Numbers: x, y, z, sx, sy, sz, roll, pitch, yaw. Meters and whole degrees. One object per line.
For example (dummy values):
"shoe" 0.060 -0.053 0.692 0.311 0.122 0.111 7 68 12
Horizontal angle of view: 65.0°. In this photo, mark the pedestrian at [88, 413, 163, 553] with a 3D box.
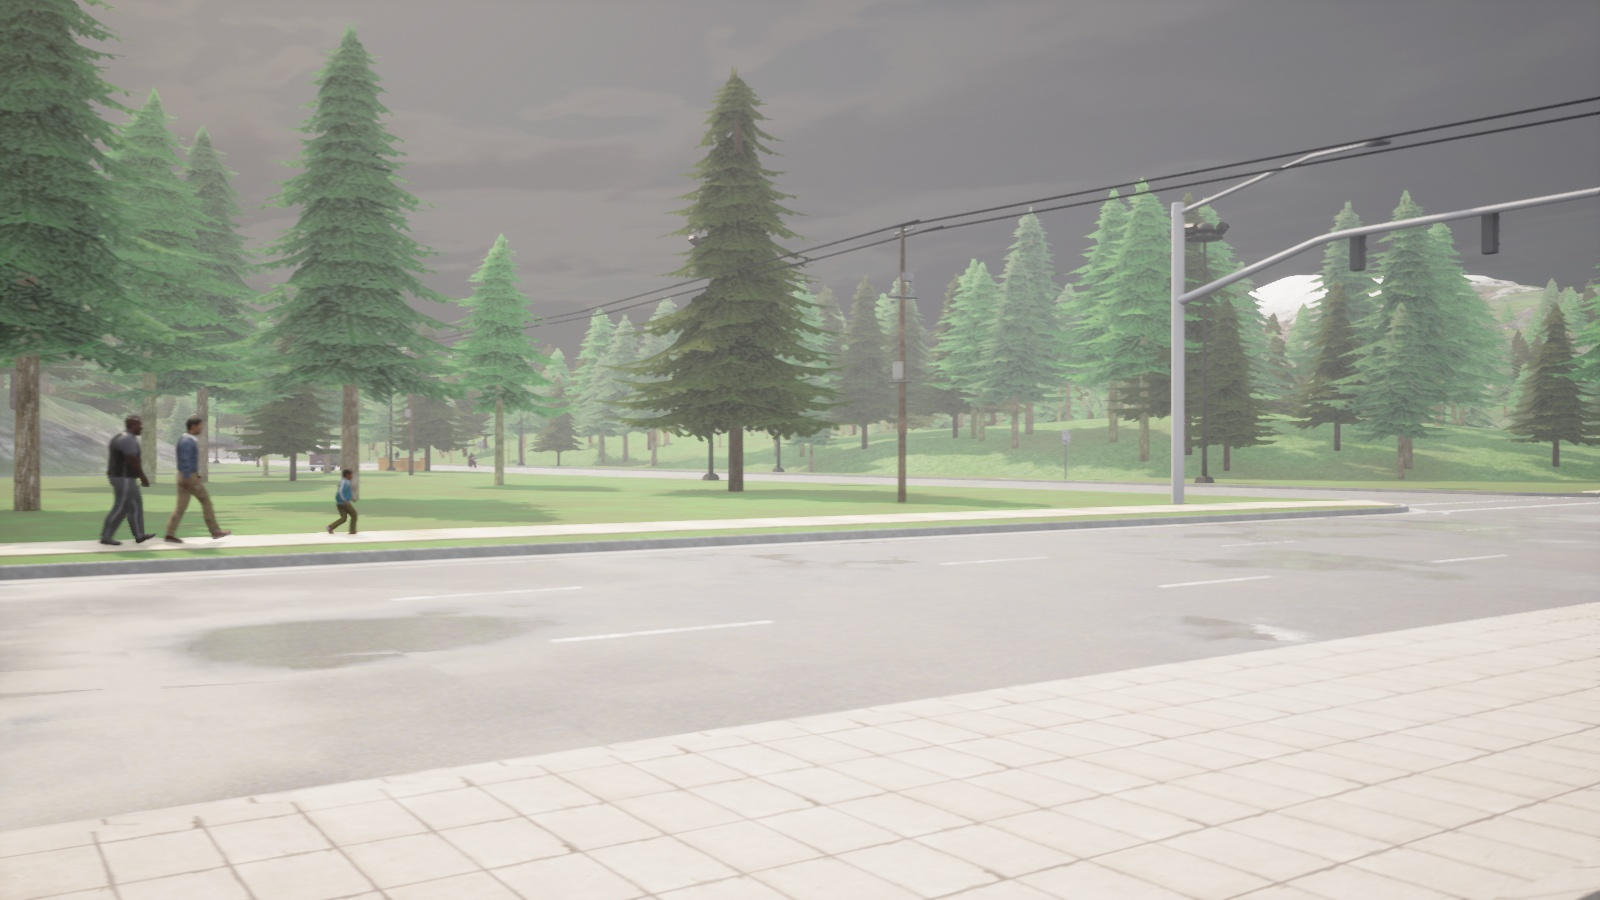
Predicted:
"pedestrian" -9.341 0.446 17.392 0.849 1.883 0.563 0 0 -34

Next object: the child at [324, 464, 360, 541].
"child" -7.249 0.828 19.870 0.448 1.192 0.343 0 0 -35

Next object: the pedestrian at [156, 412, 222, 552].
"pedestrian" -8.689 0.446 17.863 0.788 1.949 0.423 0 0 -34
